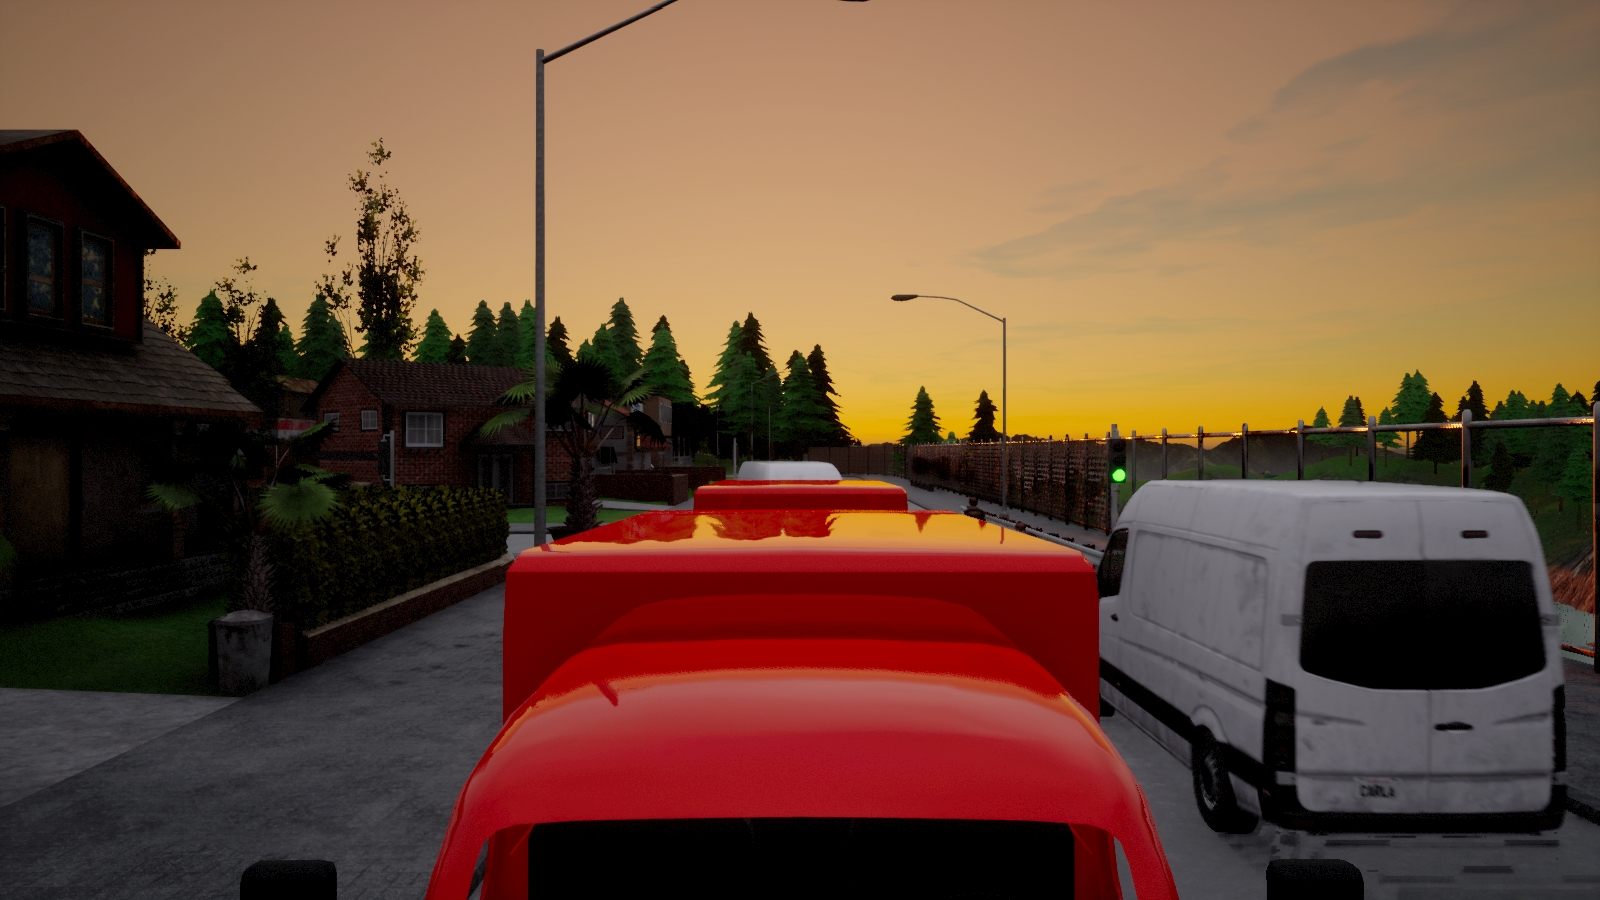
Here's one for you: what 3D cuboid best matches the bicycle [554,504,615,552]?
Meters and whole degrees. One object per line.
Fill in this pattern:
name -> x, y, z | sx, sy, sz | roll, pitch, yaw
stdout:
bicycle -> -6.027, 2.170, 32.019 | 1.487, 1.276, 0.859 | 0, 0, 8

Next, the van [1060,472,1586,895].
van -> 3.996, 1.540, 10.213 | 1.988, 2.561, 5.915 | 0, 0, 0

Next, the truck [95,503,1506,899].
truck -> -0.001, 1.570, 4.728 | 2.627, 2.467, 5.204 | 0, 0, 0
